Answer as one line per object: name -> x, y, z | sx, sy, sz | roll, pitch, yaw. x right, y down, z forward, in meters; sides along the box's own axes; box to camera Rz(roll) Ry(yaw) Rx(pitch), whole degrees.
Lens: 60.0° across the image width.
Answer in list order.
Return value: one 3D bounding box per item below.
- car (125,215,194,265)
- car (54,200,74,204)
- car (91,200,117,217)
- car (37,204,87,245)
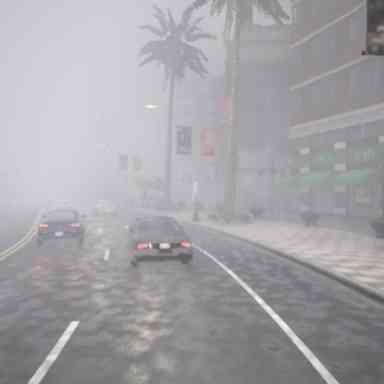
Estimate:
car -> -1.280, 1.517, 11.592 | 2.033, 1.411, 5.357 | 0, 0, -12
car -> -11.284, 1.429, 29.123 | 1.812, 1.442, 4.674 | 0, 0, -22
car -> -8.068, 1.433, 30.507 | 1.812, 1.442, 4.674 | 0, 0, -22
car -> -5.904, 1.474, 15.307 | 1.812, 1.442, 4.674 | 0, 0, -17
